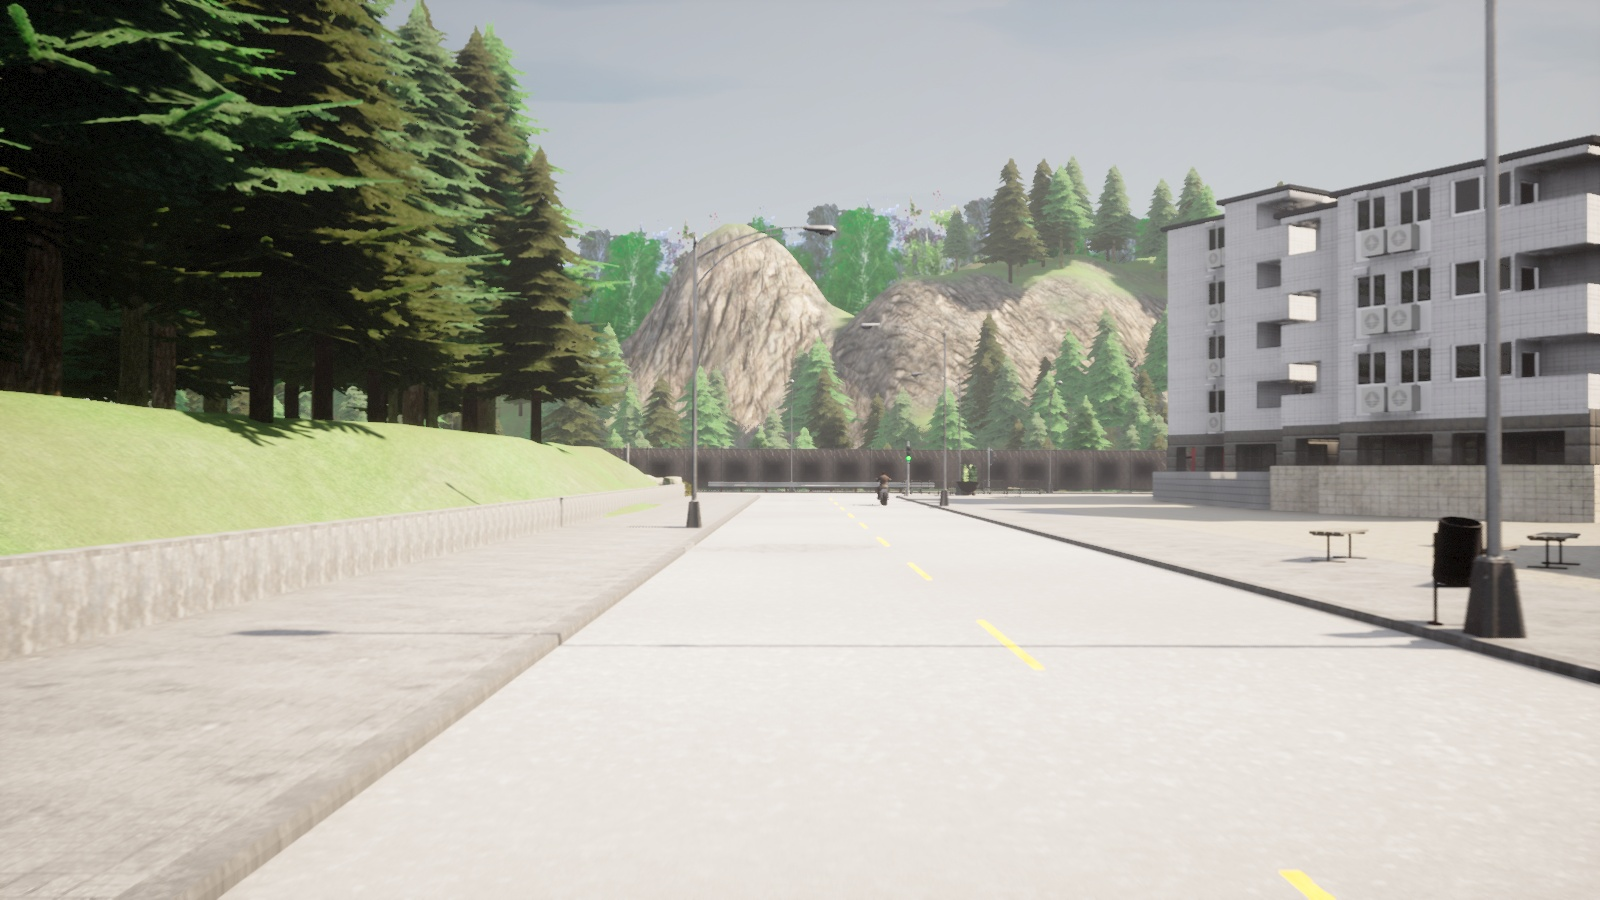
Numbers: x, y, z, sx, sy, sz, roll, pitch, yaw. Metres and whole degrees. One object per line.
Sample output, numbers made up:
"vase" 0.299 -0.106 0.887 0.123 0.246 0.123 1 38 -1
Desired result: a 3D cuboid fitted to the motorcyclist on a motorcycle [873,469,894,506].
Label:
"motorcyclist on a motorcycle" 3.866 1.726 58.298 0.766 1.649 2.350 0 -1 0
